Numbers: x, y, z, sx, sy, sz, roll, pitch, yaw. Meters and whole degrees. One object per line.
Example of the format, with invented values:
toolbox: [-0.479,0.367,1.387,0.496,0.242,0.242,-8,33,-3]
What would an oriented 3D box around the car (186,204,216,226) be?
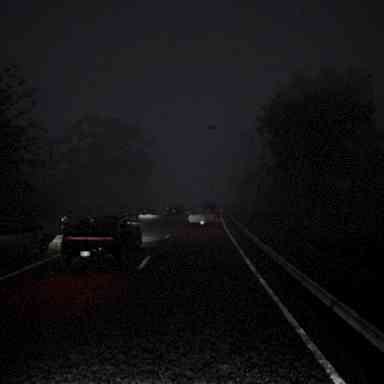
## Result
car: [0.848,1.868,25.610,1.895,1.301,4.718,0,-1,3]

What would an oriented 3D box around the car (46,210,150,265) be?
car: [-3.078,1.619,12.179,2.128,1.511,4.902,0,-1,1]

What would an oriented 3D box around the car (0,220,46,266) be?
car: [-6.889,1.728,12.197,1.895,1.301,4.718,0,-1,2]

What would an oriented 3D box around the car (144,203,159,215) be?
car: [-5.293,1.982,40.163,1.994,1.385,4.181,0,-1,4]

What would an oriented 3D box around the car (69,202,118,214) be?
car: [-6.556,1.572,21.164,2.097,1.767,4.553,0,-1,3]

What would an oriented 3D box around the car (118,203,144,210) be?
car: [-6.049,1.818,30.134,1.837,1.490,4.892,0,-1,4]

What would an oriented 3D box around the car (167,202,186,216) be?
car: [-1.792,1.926,38.478,1.812,1.442,4.674,0,-1,4]

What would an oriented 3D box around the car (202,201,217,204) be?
car: [2.486,1.995,47.057,1.837,1.490,4.892,0,-1,5]
